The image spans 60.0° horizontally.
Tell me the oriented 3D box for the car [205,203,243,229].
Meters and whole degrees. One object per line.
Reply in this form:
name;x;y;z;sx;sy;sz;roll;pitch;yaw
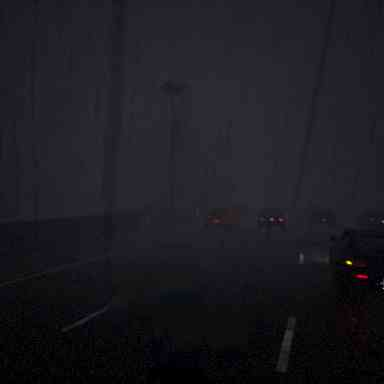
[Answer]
car;2.274;1.793;24.373;1.882;1.535;5.008;0;-1;16

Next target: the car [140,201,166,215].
car;-4.746;1.846;40.941;2.097;1.767;4.553;0;-1;12

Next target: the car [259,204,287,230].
car;5.839;1.873;24.030;2.033;1.411;5.357;0;-1;15

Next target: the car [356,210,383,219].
car;12.836;1.907;23.225;1.994;1.385;4.181;0;-1;15

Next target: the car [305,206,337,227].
car;9.882;1.840;25.712;1.882;1.535;5.008;0;-1;15

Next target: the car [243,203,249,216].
car;5.785;1.998;39.719;1.882;1.535;5.008;0;-1;11

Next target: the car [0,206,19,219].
car;-18.129;1.905;29.955;1.895;1.301;4.718;0;-1;15

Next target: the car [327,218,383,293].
car;4.720;1.655;8.737;1.812;1.442;4.674;0;-1;20
